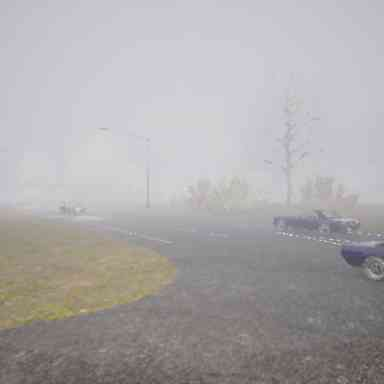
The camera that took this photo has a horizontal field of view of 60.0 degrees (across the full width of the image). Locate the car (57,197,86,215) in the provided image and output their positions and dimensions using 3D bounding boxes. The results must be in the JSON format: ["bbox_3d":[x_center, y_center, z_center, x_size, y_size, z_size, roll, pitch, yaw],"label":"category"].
[{"bbox_3d":[-12.591,1.592,34.812,2.128,1.511,4.902,0,0,-35],"label":"car"}]

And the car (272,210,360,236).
[{"bbox_3d":[6.937,1.673,19.159,1.895,1.301,4.718,0,0,-35],"label":"car"}]

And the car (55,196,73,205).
[{"bbox_3d":[-24.745,1.620,64.331,2.128,1.511,4.902,0,0,-35],"label":"car"}]

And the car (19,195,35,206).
[{"bbox_3d":[-29.210,1.720,59.250,1.895,1.301,4.718,0,0,-30],"label":"car"}]

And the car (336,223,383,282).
[{"bbox_3d":[6.225,1.648,7.928,1.895,1.301,4.718,0,0,-35],"label":"car"}]
